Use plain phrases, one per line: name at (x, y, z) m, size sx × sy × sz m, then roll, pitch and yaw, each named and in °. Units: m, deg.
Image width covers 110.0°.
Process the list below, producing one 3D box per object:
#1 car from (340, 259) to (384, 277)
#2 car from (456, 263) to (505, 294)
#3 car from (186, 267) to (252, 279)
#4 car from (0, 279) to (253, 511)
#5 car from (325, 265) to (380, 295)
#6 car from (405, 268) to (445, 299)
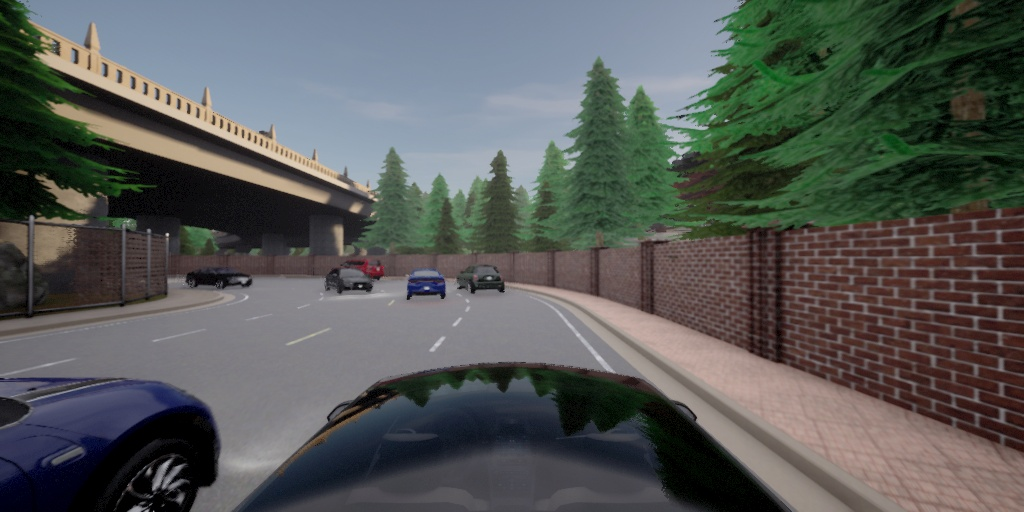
car at (-14.915, 1.339, 34.439) m, size 5.566 × 2.045 × 2.150 m, roll 0°, pitch -1°, yaw 24°
car at (-2.117, 1.338, 22.680) m, size 2.097 × 1.767 × 4.553 m, roll 0°, pitch 0°, yaw -22°
car at (-20.422, 1.503, 25.058) m, size 4.902 × 1.511 × 2.128 m, roll 0°, pitch -1°, yaw 20°
car at (-3.400, 1.094, 0.997) m, size 2.097 × 1.767 × 4.553 m, roll 0°, pitch -1°, yaw 0°
car at (-10.143, 1.485, 22.245) m, size 1.837 × 1.490 × 4.892 m, roll 3°, pitch -2°, yaw -40°
car at (-4.770, 1.428, 19.602) m, size 1.882 × 1.535 × 5.008 m, roll 1°, pitch -1°, yaw -16°
